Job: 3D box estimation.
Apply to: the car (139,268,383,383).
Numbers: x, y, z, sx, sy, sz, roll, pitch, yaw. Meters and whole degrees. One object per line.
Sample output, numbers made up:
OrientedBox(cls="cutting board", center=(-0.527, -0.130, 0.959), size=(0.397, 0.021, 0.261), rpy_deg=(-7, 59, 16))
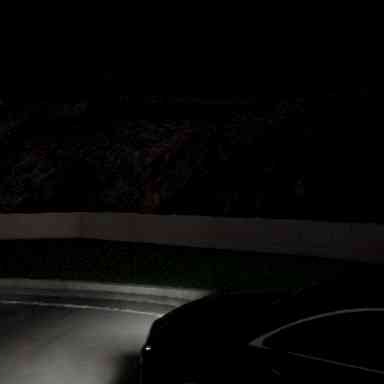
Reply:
OrientedBox(cls="car", center=(1.735, 1.430, 2.693), size=(4.892, 1.490, 1.837), rpy_deg=(-1, -1, 34))
